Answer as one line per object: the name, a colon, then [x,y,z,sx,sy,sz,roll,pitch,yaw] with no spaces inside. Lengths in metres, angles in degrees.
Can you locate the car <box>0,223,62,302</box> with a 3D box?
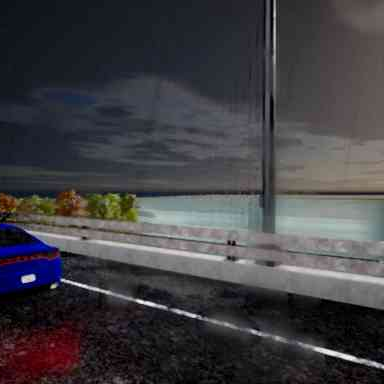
car: [-5.042,1.449,7.626,5.008,1.535,1.882,0,0,36]
